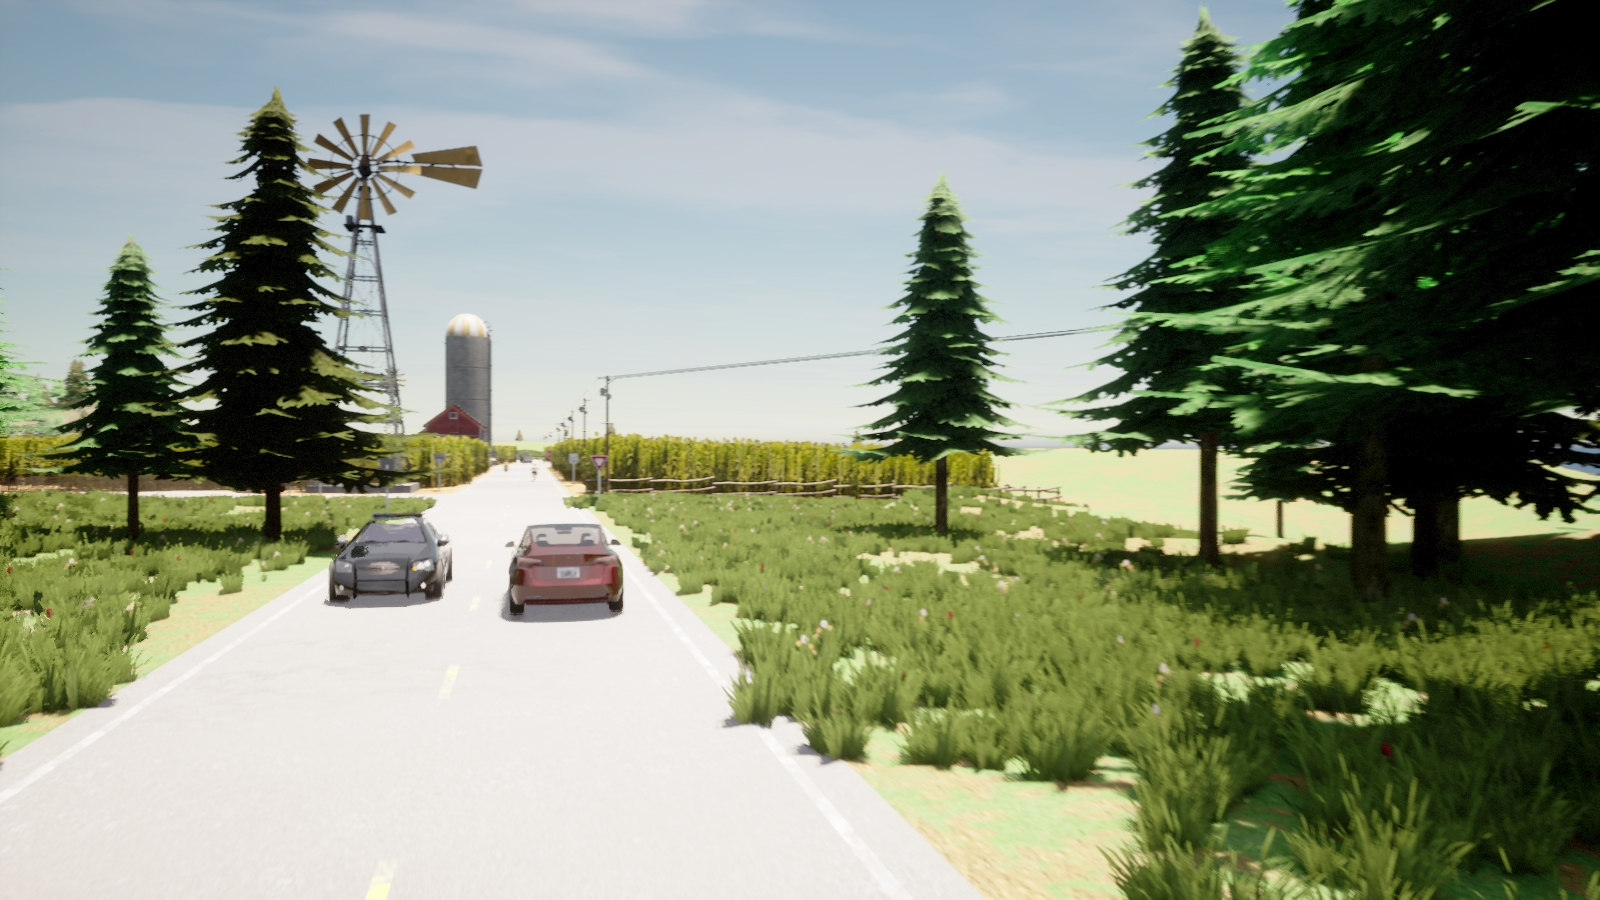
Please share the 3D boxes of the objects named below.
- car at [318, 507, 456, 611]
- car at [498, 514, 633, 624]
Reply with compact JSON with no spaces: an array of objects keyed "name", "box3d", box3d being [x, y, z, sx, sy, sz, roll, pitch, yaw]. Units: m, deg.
[{"name":"car","box3d":[-8.029,2.042,22.665,2.038,1.542,4.974,0,0,-13]},{"name":"car","box3d":[-4.375,2.065,21.063,2.163,1.488,4.792,0,0,-13]}]
